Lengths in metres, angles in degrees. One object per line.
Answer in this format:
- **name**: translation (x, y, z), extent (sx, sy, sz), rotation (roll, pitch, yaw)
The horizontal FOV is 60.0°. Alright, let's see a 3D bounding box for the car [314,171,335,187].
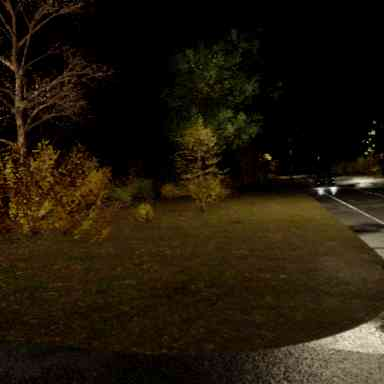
- **car**: translation (18.048, -1.797, 45.571), extent (2.150, 2.045, 5.566), rotation (-4, 2, 16)
